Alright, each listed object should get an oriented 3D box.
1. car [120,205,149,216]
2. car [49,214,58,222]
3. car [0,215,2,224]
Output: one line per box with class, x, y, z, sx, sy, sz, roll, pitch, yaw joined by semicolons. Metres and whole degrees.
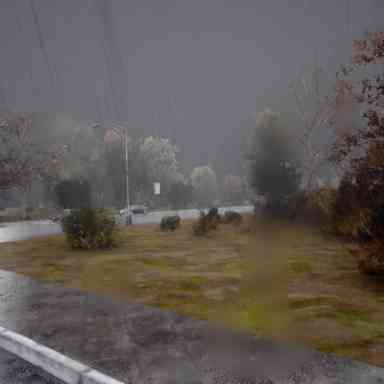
car;-7.919;2.493;45.408;2.128;1.511;4.902;-3;-2;32
car;-13.473;2.519;36.664;1.994;1.385;4.181;-3;-2;32
car;-18.914;2.441;28.352;1.837;1.490;4.892;-3;-2;35
